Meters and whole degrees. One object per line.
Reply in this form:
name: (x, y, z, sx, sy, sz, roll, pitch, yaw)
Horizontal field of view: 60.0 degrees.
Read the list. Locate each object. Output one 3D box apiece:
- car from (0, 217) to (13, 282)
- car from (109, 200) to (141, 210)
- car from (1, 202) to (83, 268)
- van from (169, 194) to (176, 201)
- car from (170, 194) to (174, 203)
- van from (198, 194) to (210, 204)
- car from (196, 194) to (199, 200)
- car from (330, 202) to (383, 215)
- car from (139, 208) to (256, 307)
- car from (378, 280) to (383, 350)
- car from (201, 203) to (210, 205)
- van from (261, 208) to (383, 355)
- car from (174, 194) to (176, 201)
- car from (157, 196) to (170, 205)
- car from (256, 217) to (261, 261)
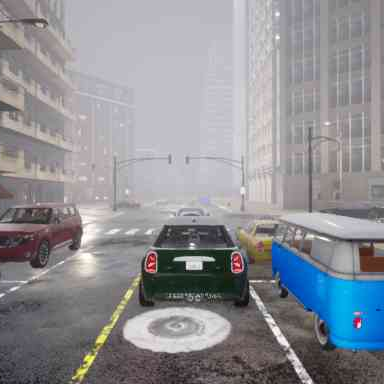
car: (-5.320, 1.442, 5.906, 1.967, 1.590, 4.097, 0, 0, 0)
car: (-9.025, 1.694, 44.496, 4.718, 1.301, 1.895, -1, 0, 41)
car: (-5.329, 1.321, 11.442, 2.192, 1.841, 5.009, 0, 0, 0)
van: (-5.481, 1.542, 93.757, 1.690, 1.788, 3.998, 0, 0, 0)
car: (-5.441, 1.561, 71.549, 1.967, 1.590, 4.097, 0, 0, 0)
van: (2.460, 1.429, 60.458, 1.690, 1.788, 3.998, 0, 0, 0)
car: (2.419, 1.704, 82.667, 1.887, 1.381, 4.507, 0, 0, 0)
car: (12.372, 1.448, 25.449, 5.357, 1.411, 2.033, -1, -1, 31)
car: (0.049, 1.355, 8.147, 2.097, 1.767, 4.553, 0, 0, 0)
car: (2.569, 1.525, 0.563, 1.752, 1.417, 4.829, 0, 0, 0)
car: (-0.031, 1.536, 17.190, 1.812, 1.442, 4.674, 0, 0, 0)
van: (2.561, 1.343, 5.927, 1.690, 1.788, 3.998, 0, 0, 0)
car: (-5.451, 1.705, 77.101, 1.947, 1.339, 4.313, 0, 0, 0)
car: (-5.420, 1.613, 60.273, 1.752, 1.417, 4.829, 0, 0, 0)
car: (2.549, 1.531, 11.633, 1.752, 1.417, 4.829, 0, 0, 0)
